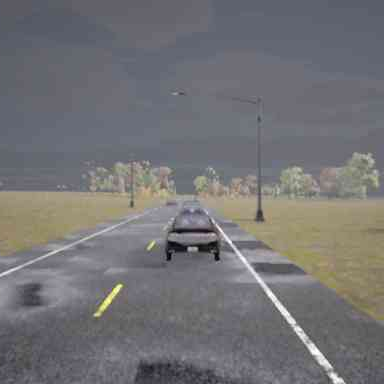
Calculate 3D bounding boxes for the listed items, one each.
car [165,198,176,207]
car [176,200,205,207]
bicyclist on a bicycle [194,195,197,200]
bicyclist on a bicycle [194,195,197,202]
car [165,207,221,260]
[{"bbox_3d":[-3.570,1.797,57.904,1.994,1.385,4.181,0,0,0],"label":"car"},{"bbox_3d":[0.038,1.466,27.534,2.097,1.767,4.553,0,0,1],"label":"car"},{"bbox_3d":[0.944,1.781,83.253,0.582,1.620,1.656,0,-1,0],"label":"bicyclist on a bicycle"},{"bbox_3d":[0.940,1.729,92.249,0.659,1.776,1.843,0,0,0],"label":"bicyclist on a bicycle"},{"bbox_3d":[0.043,1.546,12.594,2.128,1.511,4.902,0,0,0],"label":"car"}]
